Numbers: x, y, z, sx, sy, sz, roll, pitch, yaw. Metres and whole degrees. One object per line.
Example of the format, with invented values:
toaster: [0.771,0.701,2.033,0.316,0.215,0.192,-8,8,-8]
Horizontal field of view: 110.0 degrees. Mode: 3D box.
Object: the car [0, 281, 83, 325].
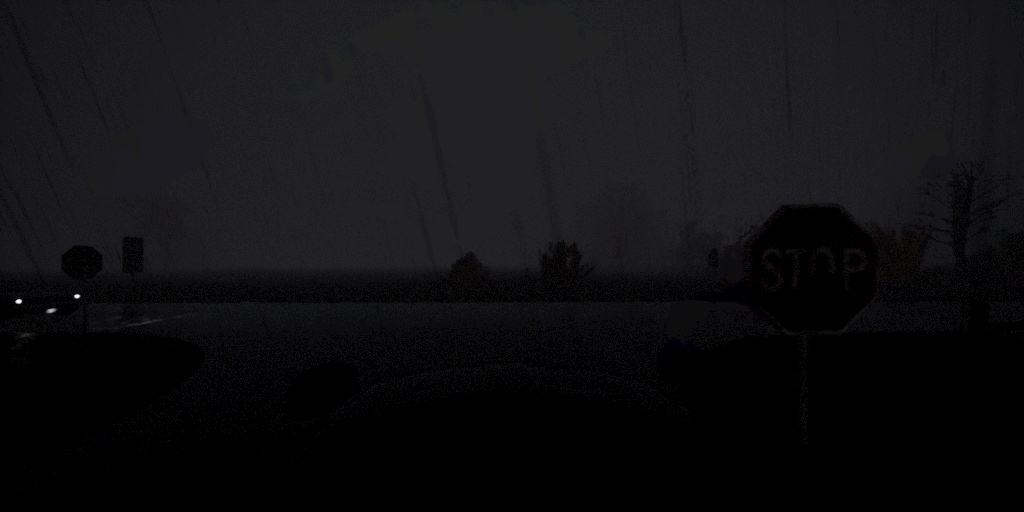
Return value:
car: [-17.099,1.467,11.646,4.718,1.301,1.895,0,0,1]
